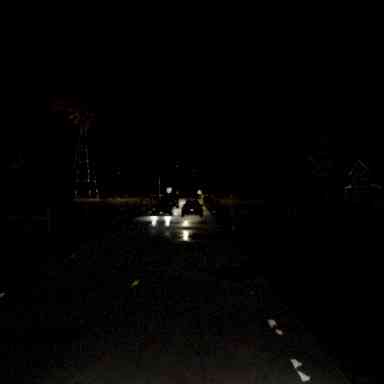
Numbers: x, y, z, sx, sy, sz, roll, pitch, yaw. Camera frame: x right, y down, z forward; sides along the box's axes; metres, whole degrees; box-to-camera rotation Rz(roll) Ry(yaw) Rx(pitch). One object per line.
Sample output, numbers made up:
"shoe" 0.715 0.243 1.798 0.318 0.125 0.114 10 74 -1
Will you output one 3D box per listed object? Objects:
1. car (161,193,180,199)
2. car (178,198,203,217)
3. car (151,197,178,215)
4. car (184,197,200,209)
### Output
"car" -2.766 1.092 43.168 2.150 2.045 5.566 0 0 0
"car" 0.010 1.486 30.297 1.994 1.385 4.181 0 0 0
"car" -2.762 1.464 32.397 2.033 1.411 5.357 0 0 0
"car" 0.040 1.447 44.156 1.994 1.385 4.181 0 0 1
